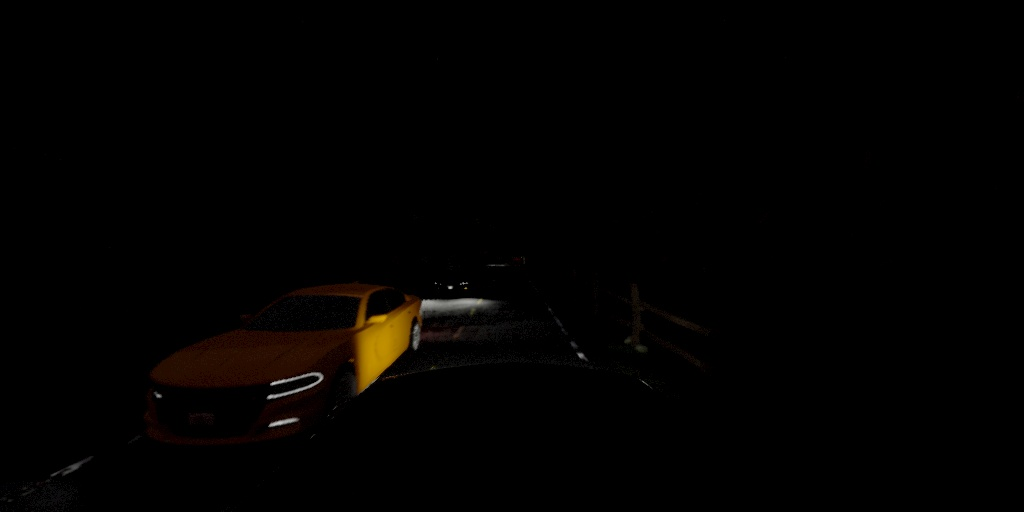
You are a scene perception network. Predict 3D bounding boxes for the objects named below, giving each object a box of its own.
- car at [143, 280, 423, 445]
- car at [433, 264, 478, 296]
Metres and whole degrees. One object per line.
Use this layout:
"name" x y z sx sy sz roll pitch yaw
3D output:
"car" -2.854 1.212 5.787 1.882 1.535 5.008 0 0 0
"car" -2.840 1.180 18.918 1.837 1.490 4.892 0 1 0
